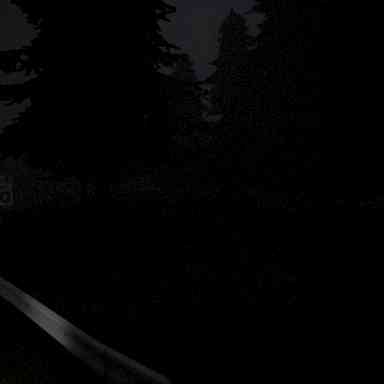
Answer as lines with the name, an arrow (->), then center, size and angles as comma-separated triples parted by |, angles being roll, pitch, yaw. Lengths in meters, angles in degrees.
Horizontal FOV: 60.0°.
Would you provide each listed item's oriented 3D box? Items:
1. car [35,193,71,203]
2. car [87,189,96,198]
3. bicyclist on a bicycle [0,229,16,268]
car -> -14.120, 0.867, 34.433 | 2.033, 1.411, 5.357 | -4, 2, 8
car -> -14.719, 0.233, 52.076 | 2.097, 1.767, 4.553 | -4, 2, 11
bicyclist on a bicycle -> -4.509, 1.328, 7.377 | 0.582, 1.620, 1.656 | 0, 0, 33
